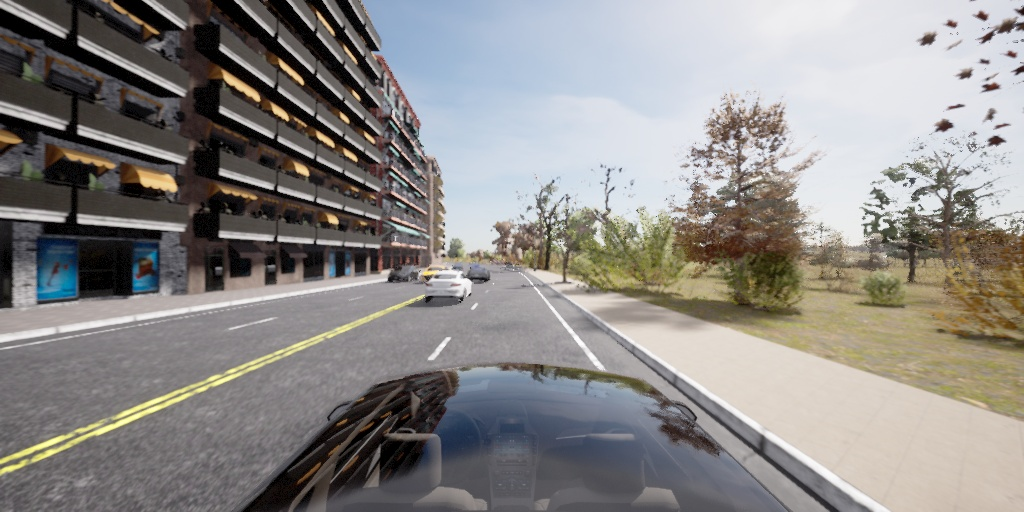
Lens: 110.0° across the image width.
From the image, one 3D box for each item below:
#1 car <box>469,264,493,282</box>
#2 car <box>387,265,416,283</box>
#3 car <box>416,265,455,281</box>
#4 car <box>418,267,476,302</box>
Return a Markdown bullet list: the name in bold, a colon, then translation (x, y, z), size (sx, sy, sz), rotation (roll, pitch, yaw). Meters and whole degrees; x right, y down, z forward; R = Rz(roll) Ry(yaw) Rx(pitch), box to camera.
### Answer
- **car**: translation (-3.112, 1.698, 33.497), size (1.994, 1.385, 4.181), rotation (0, -1, 0)
- **car**: translation (-9.809, 1.630, 32.714), size (1.837, 1.490, 4.892), rotation (0, -1, 0)
- **car**: translation (-6.556, 1.585, 31.299), size (1.882, 1.535, 5.008), rotation (0, -1, 0)
- **car**: translation (-3.121, 1.472, 18.120), size (1.812, 1.442, 4.674), rotation (0, -1, 0)
